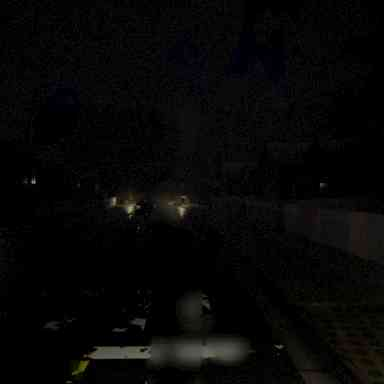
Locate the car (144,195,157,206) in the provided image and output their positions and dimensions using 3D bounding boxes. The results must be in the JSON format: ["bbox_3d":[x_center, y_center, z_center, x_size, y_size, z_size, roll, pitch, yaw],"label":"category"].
[{"bbox_3d":[-7.060,1.464,56.745,2.097,1.767,4.553,0,0,-8],"label":"car"}]

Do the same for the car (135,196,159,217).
[{"bbox_3d":[-4.232,1.383,31.980,2.097,1.767,4.553,0,0,-5],"label":"car"}]
